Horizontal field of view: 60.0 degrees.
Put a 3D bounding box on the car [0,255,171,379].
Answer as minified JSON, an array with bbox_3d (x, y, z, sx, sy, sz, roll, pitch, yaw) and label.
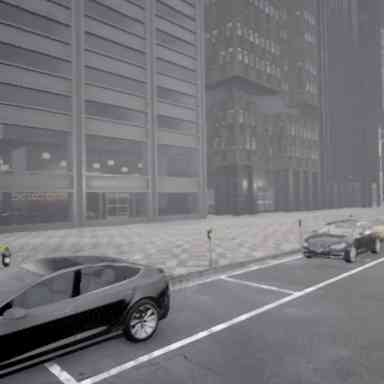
[{"bbox_3d":[-2.253,1.730,5.016,4.313,1.339,1.947,0,-2,-44],"label":"car"}]

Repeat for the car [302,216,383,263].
[{"bbox_3d":[5.875,1.785,12.840,4.403,1.369,2.008,0,-2,-44],"label":"car"}]
